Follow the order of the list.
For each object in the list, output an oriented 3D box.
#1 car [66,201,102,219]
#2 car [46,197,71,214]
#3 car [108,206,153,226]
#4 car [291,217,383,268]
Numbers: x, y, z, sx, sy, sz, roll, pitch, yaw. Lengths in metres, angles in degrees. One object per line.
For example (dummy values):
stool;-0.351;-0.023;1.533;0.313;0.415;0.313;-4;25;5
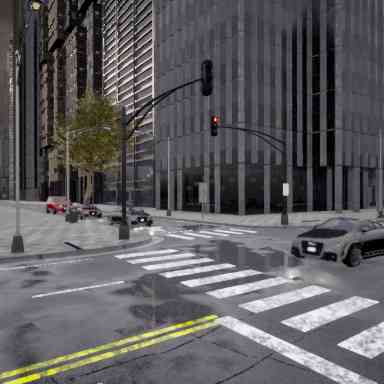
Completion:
car;-10.211;1.817;31.995;1.994;1.385;4.181;0;0;-36
car;-16.113;1.573;40.326;2.150;2.045;5.566;0;0;-35
car;-4.489;1.728;23.960;1.994;1.385;4.181;0;0;-35
car;5.339;1.586;11.496;4.181;1.385;1.994;0;0;-36
